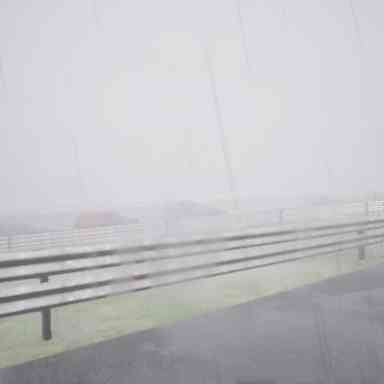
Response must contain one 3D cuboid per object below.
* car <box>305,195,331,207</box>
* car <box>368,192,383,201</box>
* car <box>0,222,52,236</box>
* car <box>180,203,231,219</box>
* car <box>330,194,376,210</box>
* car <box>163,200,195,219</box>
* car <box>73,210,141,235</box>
[{"bbox_3d":[16.385,1.189,41.434,4.553,1.767,2.097,-3,2,-23],"label":"car"},{"bbox_3d":[27.969,0.659,50.107,4.718,1.301,1.895,-3,2,-23],"label":"car"},{"bbox_3d":[-14.846,3.267,28.295,5.357,1.411,2.033,-4,2,-23],"label":"car"},{"bbox_3d":[1.712,2.201,35.261,5.008,1.535,1.882,-3,2,-23],"label":"car"},{"bbox_3d":[18.707,1.365,38.615,4.181,1.385,1.994,-3,2,-23],"label":"car"},{"bbox_3d":[-0.542,1.966,38.108,5.566,2.045,2.150,-4,2,-23],"label":"car"},{"bbox_3d":[-7.025,2.557,27.787,5.566,2.045,2.150,-4,2,-23],"label":"car"}]
